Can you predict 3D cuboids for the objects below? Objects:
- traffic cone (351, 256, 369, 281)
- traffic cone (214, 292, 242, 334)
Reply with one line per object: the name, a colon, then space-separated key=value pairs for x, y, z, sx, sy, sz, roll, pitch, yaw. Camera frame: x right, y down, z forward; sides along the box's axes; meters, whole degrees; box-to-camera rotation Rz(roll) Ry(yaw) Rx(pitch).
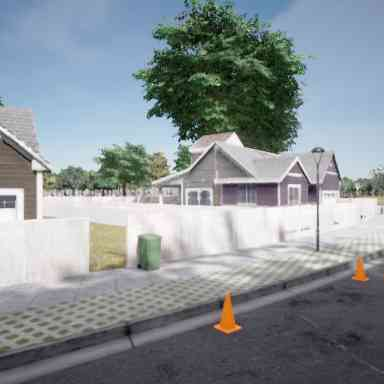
traffic cone: x=4.346 y=1.955 z=8.586 sx=0.340 sy=0.580 sz=0.340 roll=0 pitch=0 yaw=-41
traffic cone: x=0.591 y=1.954 z=5.494 sx=0.340 sy=0.580 sz=0.340 roll=0 pitch=0 yaw=-38
